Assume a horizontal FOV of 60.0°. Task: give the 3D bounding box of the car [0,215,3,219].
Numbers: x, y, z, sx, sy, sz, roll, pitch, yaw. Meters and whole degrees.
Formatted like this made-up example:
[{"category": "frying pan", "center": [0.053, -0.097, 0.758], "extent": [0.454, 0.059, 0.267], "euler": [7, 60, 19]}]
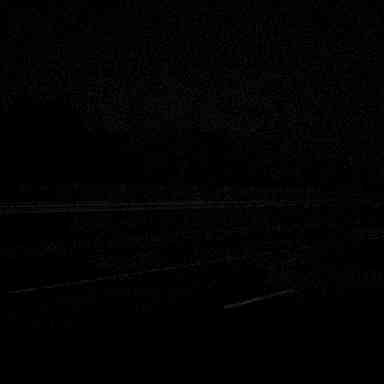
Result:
[{"category": "car", "center": [-14.031, 1.603, 19.774], "extent": [4.718, 1.301, 1.895], "euler": [0, 0, -35]}]
